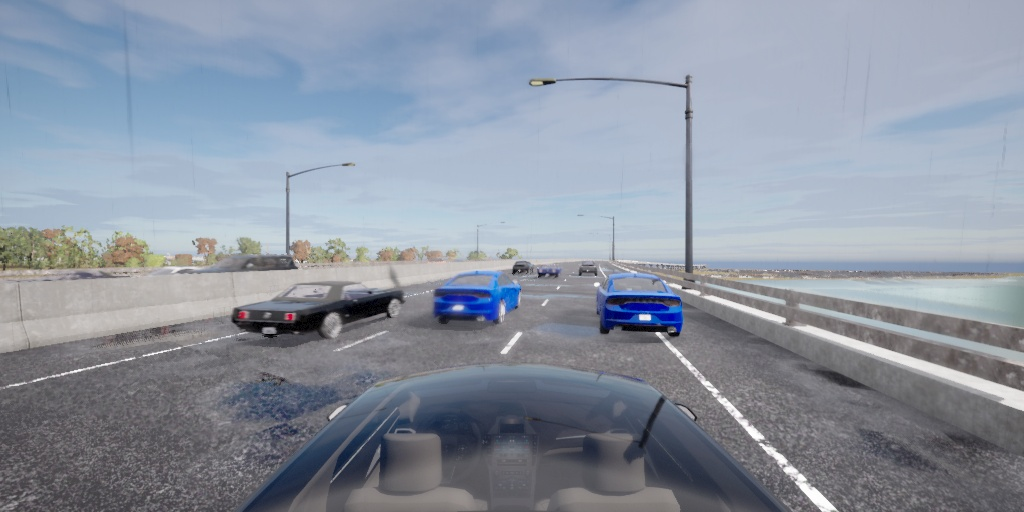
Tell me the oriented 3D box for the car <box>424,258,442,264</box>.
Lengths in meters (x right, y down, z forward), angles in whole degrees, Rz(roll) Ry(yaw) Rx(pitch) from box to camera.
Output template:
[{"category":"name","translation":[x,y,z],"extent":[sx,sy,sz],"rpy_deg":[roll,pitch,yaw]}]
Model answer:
[{"category":"car","translation":[-12.641,1.162,58.358],"extent":[2.097,1.767,4.553],"rpy_deg":[0,0,13]}]

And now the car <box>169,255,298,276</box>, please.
[{"category":"car","translation":[-14.005,0.978,18.946],"extent":[2.150,2.045,5.566],"rpy_deg":[0,0,12]}]

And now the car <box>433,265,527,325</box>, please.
[{"category":"car","translation":[-0.934,1.231,11.974],"extent":[1.882,1.535,5.008],"rpy_deg":[0,0,11]}]

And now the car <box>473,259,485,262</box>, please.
[{"category":"car","translation":[-5.404,1.290,58.618],"extent":[1.882,1.535,5.008],"rpy_deg":[0,0,13]}]

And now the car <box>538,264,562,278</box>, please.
[{"category":"car","translation":[3.655,1.373,34.011],"extent":[1.895,1.301,4.718],"rpy_deg":[0,0,12]}]

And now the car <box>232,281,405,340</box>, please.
[{"category":"car","translation":[-4.893,1.353,10.064],"extent":[1.895,1.301,4.718],"rpy_deg":[0,0,11]}]

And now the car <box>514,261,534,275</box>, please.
[{"category":"car","translation":[1.292,1.284,39.592],"extent":[1.837,1.490,4.892],"rpy_deg":[0,0,12]}]

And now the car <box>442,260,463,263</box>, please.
[{"category":"car","translation":[-9.103,1.337,58.144],"extent":[1.812,1.442,4.674],"rpy_deg":[0,0,13]}]

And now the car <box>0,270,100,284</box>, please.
[{"category":"car","translation":[-21.482,1.354,17.303],"extent":[1.895,1.301,4.718],"rpy_deg":[0,0,11]}]

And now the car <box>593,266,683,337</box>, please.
[{"category":"car","translation":[3.479,1.232,10.483],"extent":[1.882,1.535,5.008],"rpy_deg":[0,0,11]}]

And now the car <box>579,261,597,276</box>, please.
[{"category":"car","translation":[8.157,1.271,38.332],"extent":[2.128,1.511,4.902],"rpy_deg":[0,0,13]}]

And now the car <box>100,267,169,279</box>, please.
[{"category":"car","translation":[-17.619,1.281,18.727],"extent":[1.812,1.442,4.674],"rpy_deg":[0,0,12]}]
